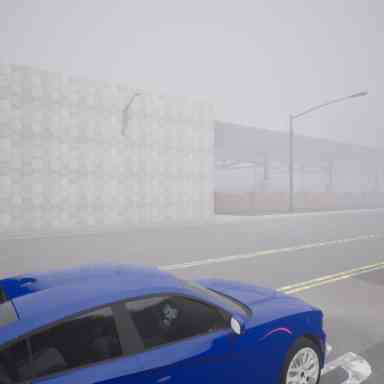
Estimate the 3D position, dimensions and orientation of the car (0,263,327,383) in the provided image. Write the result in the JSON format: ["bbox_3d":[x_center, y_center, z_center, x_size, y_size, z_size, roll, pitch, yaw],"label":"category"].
[{"bbox_3d":[-0.691,1.478,3.256,5.008,1.535,1.882,0,0,-36],"label":"car"}]
